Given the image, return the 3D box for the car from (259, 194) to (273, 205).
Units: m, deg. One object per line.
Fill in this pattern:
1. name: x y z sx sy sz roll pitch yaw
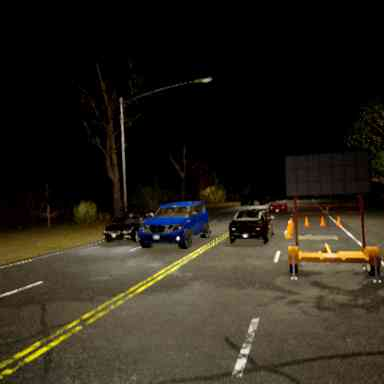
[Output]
1. car: 13.034 1.369 58.236 2.150 2.045 5.566 -3 -1 19

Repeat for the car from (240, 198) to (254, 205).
1. car: 9.654 1.798 58.365 1.837 1.490 4.892 -3 0 19

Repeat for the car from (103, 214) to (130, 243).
1. car: -3.252 1.976 19.277 1.837 1.490 4.892 -3 -1 18

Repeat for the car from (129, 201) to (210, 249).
1. car: -0.682 1.556 16.722 2.150 2.045 5.566 -3 -1 18

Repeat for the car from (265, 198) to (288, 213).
1. car: 9.802 1.694 37.606 1.895 1.301 4.718 -3 -1 18

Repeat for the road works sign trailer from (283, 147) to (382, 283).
1. road works sign trailer: 4.064 0.523 9.996 2.380 3.560 2.880 -3 -1 18

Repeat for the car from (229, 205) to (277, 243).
1. car: 3.134 1.685 17.228 1.837 1.490 4.892 -3 -1 18
